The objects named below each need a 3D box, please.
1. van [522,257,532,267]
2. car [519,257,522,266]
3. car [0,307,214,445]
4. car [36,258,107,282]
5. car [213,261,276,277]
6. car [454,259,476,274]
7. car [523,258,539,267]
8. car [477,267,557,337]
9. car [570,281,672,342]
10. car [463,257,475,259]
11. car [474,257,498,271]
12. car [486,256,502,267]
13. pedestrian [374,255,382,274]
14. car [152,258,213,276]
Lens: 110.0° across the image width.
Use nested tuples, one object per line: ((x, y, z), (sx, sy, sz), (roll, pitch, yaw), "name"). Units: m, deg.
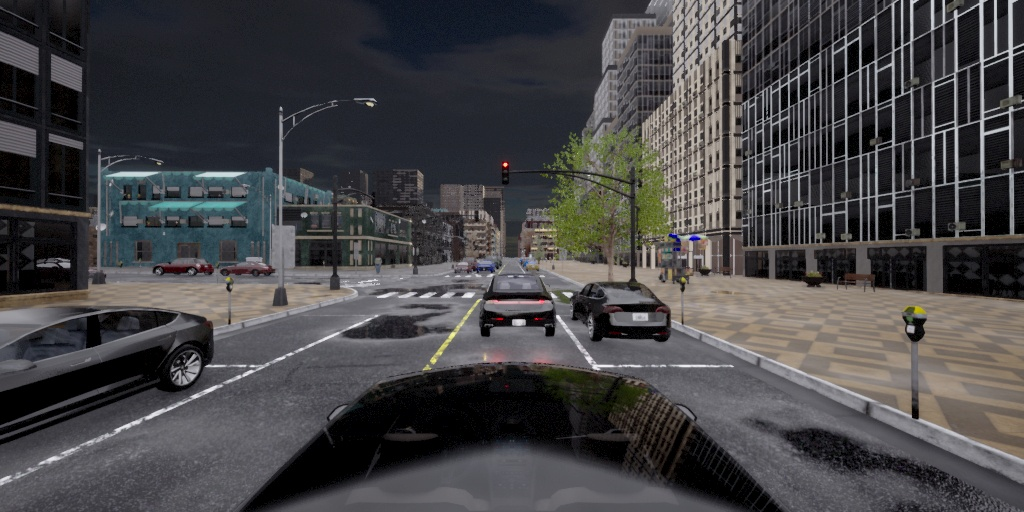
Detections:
((2.702, 1.094, 53.187), (1.690, 1.789, 3.998), (0, 0, 0), "van")
((2.705, 1.305, 64.289), (2.007, 1.370, 4.403), (0, 0, 0), "car")
((-5.689, 1.316, 4.069), (1.948, 1.339, 4.313), (0, 0, 0), "car")
((-28.246, 0.980, 22.546), (4.207, 1.307, 1.802), (0, 0, -1), "car")
((-22.815, 1.090, 31.002), (4.207, 1.307, 1.802), (0, 0, -1), "car")
((-5.681, 1.334, 42.085), (1.802, 1.307, 4.207), (0, 0, 0), "car")
((2.701, 1.278, 47.806), (1.751, 1.417, 4.829), (0, 0, 0), "car")
((0.112, 1.242, 10.277), (2.128, 1.511, 4.902), (0, 0, -1), "car")
((2.692, 1.316, 9.607), (1.948, 1.339, 4.313), (0, 0, 0), "car")
((-5.679, 1.068, 47.636), (2.192, 1.841, 5.009), (0, 0, 0), "car")
((-3.076, 1.230, 42.935), (1.882, 1.535, 5.008), (0, 0, 2), "car")
((-3.063, 0.972, 53.670), (2.150, 2.045, 5.566), (0, 0, 0), "car")
((-12.742, 0.789, 34.091), (0.375, 1.860, 0.375), (0, -1, -1), "pedestrian")
((-28.362, 0.879, 30.925), (4.097, 1.591, 1.967), (0, 0, -1), "car")
